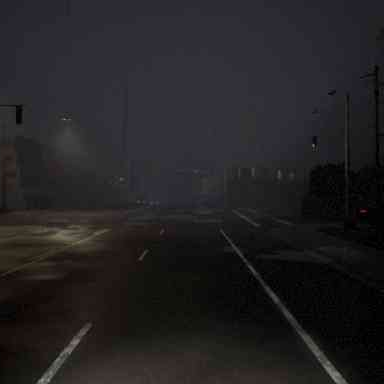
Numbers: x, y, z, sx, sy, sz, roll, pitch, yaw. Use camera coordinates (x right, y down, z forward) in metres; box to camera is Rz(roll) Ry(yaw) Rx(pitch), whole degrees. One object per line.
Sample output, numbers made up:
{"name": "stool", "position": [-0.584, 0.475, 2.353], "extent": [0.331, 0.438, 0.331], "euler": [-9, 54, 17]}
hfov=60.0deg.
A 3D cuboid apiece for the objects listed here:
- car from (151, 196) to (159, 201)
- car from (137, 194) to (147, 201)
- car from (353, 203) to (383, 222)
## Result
{"name": "car", "position": [-10.500, 1.834, 94.232], "extent": [1.812, 1.442, 4.674], "euler": [0, 0, 0]}
{"name": "car", "position": [-14.000, 1.534, 94.204], "extent": [2.150, 2.045, 5.566], "euler": [0, 0, 0]}
{"name": "car", "position": [14.773, 1.575, 25.383], "extent": [4.674, 1.442, 1.812], "euler": [0, -1, 0]}
